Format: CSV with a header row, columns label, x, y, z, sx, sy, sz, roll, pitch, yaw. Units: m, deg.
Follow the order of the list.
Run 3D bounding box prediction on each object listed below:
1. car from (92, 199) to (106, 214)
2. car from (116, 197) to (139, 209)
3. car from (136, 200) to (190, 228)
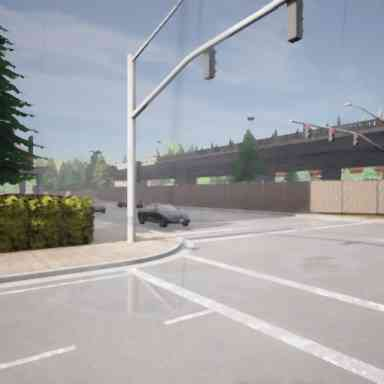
label,x,y,z,sx,sy,sz,roll,pitch,yaw
car,-10.207,1.440,33.433,1.837,1.490,4.892,0,0,-35
car,-8.151,1.422,42.967,2.128,1.511,4.902,0,0,-35
car,-1.979,1.462,21.879,1.812,1.442,4.674,0,0,-35
